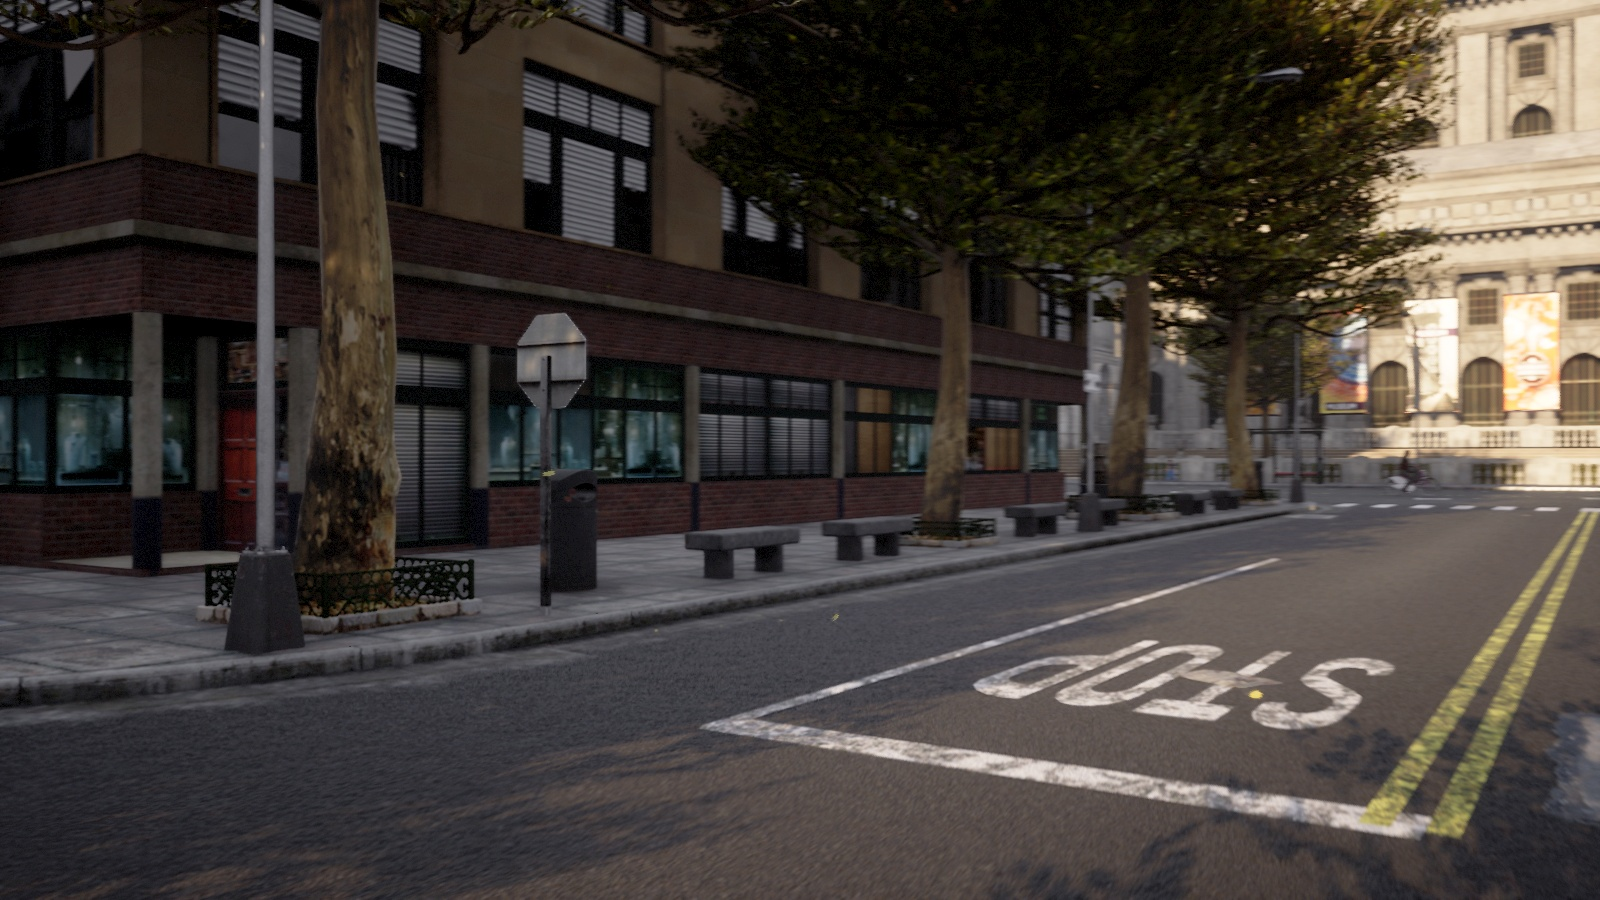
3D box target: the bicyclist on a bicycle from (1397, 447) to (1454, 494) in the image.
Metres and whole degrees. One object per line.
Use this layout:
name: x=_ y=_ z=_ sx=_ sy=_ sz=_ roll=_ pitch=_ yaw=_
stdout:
bicyclist on a bicycle: x=23.664 y=0.772 z=47.498 sx=1.843 sy=1.776 sz=0.659 roll=-1 pitch=-1 yaw=34
